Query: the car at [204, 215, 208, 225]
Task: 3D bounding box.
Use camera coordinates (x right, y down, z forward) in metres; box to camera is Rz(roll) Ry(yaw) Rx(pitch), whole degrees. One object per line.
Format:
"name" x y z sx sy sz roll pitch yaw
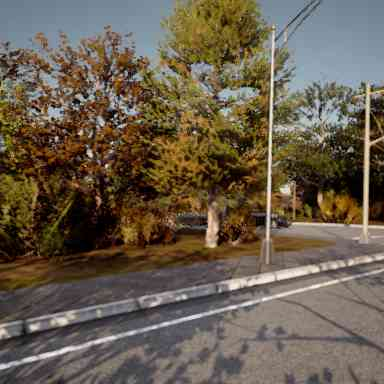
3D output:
"car" 0.396 2.697 32.579 2.033 1.411 5.357 3 -5 -40

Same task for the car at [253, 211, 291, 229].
"car" 6.679 2.490 30.358 1.882 1.535 5.008 3 -4 -39
